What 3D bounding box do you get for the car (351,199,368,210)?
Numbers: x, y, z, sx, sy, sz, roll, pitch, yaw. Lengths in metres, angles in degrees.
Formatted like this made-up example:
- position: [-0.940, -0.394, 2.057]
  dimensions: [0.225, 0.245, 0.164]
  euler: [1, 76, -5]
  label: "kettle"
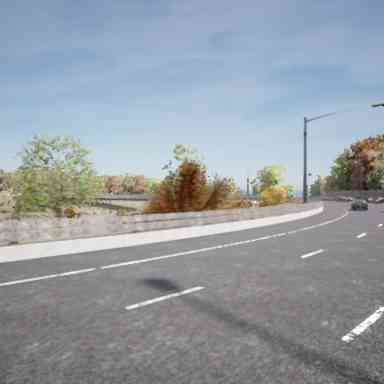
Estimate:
- position: [23.912, 1.750, 47.656]
  dimensions: [2.128, 1.511, 4.902]
  euler: [0, 0, 21]
  label: "car"
